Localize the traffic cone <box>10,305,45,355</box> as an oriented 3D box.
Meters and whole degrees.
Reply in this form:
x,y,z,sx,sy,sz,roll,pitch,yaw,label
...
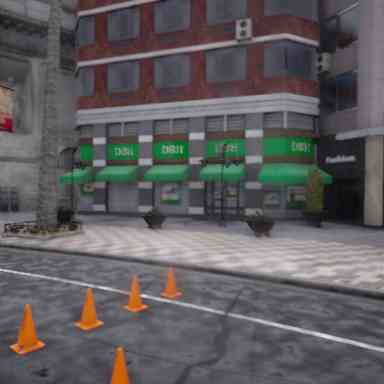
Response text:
x,y,z,sx,sy,sz,roll,pitch,yaw,label
-2.317,1.891,4.694,0.340,0.580,0.340,1,1,38,traffic cone

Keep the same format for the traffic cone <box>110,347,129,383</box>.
x,y,z,sx,sy,sz,roll,pitch,yaw,label
-0.751,1.914,3.451,0.340,0.580,0.340,1,1,38,traffic cone

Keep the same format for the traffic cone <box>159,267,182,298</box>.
x,y,z,sx,sy,sz,roll,pitch,yaw,label
-0.452,1.878,7.044,0.340,0.580,0.340,1,1,38,traffic cone

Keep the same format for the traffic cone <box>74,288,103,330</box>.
x,y,z,sx,sy,sz,roll,pitch,yaw,label
-1.695,1.887,5.477,0.340,0.580,0.340,1,1,38,traffic cone

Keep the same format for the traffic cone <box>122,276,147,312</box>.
x,y,z,sx,sy,sz,roll,pitch,yaw,label
-1.074,1.883,6.261,0.340,0.580,0.340,1,1,38,traffic cone
